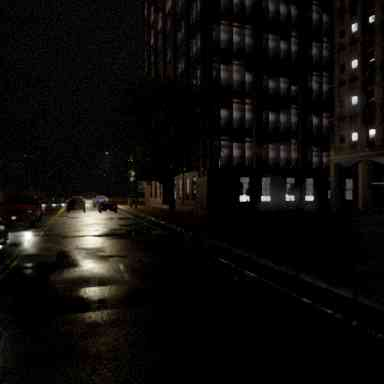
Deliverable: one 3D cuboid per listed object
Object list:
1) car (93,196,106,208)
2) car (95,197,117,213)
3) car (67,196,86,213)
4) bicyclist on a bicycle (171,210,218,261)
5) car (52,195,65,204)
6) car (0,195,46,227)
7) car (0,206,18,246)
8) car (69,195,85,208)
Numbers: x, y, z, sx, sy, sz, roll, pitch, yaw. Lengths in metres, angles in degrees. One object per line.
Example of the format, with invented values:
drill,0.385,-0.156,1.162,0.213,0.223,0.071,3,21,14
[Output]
car,-13.220,1.342,48.134,2.097,1.767,4.553,0,0,-18
car,-9.411,1.595,36.794,1.895,1.301,4.718,0,0,-18
car,-13.153,1.471,37.926,1.882,1.535,5.008,0,0,-19
bicyclist on a bicycle,0.086,1.432,11.023,1.656,1.620,0.582,-1,0,-19
car,-24.836,1.337,61.989,2.097,1.767,4.553,0,0,-18
car,-11.685,1.218,22.816,2.150,2.045,5.566,0,0,-18
car,-8.113,1.489,12.203,2.128,1.511,4.902,0,0,-19
car,-16.484,1.342,47.774,2.097,1.767,4.553,0,0,-18
